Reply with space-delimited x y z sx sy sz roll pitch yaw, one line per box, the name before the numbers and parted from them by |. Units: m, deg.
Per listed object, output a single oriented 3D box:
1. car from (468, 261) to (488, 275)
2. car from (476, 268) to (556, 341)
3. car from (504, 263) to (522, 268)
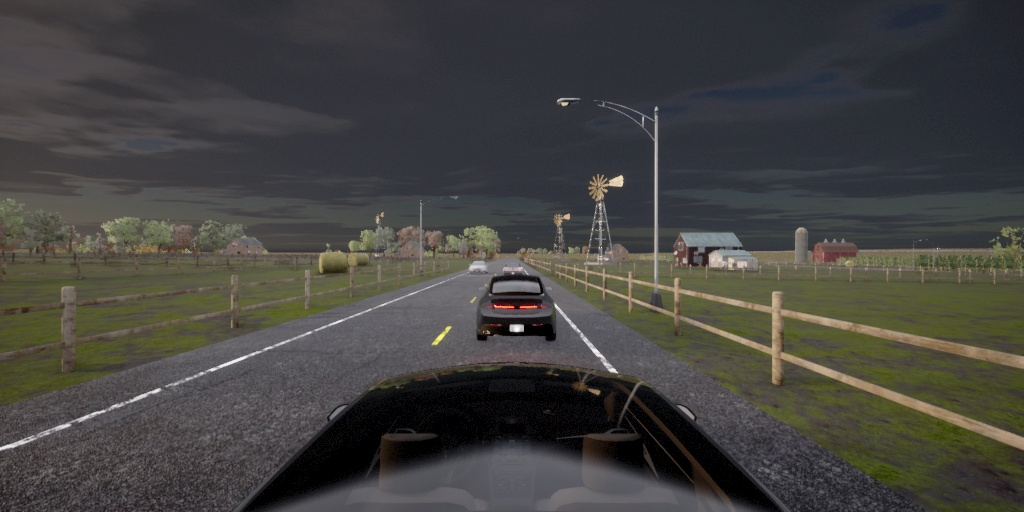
car | -3.601 1.267 39.155 1.812 1.442 4.674 0 0 0
car | 0.099 1.252 9.857 1.837 1.490 4.892 0 0 0
car | 0.093 1.343 36.228 1.895 1.301 4.718 0 0 0
